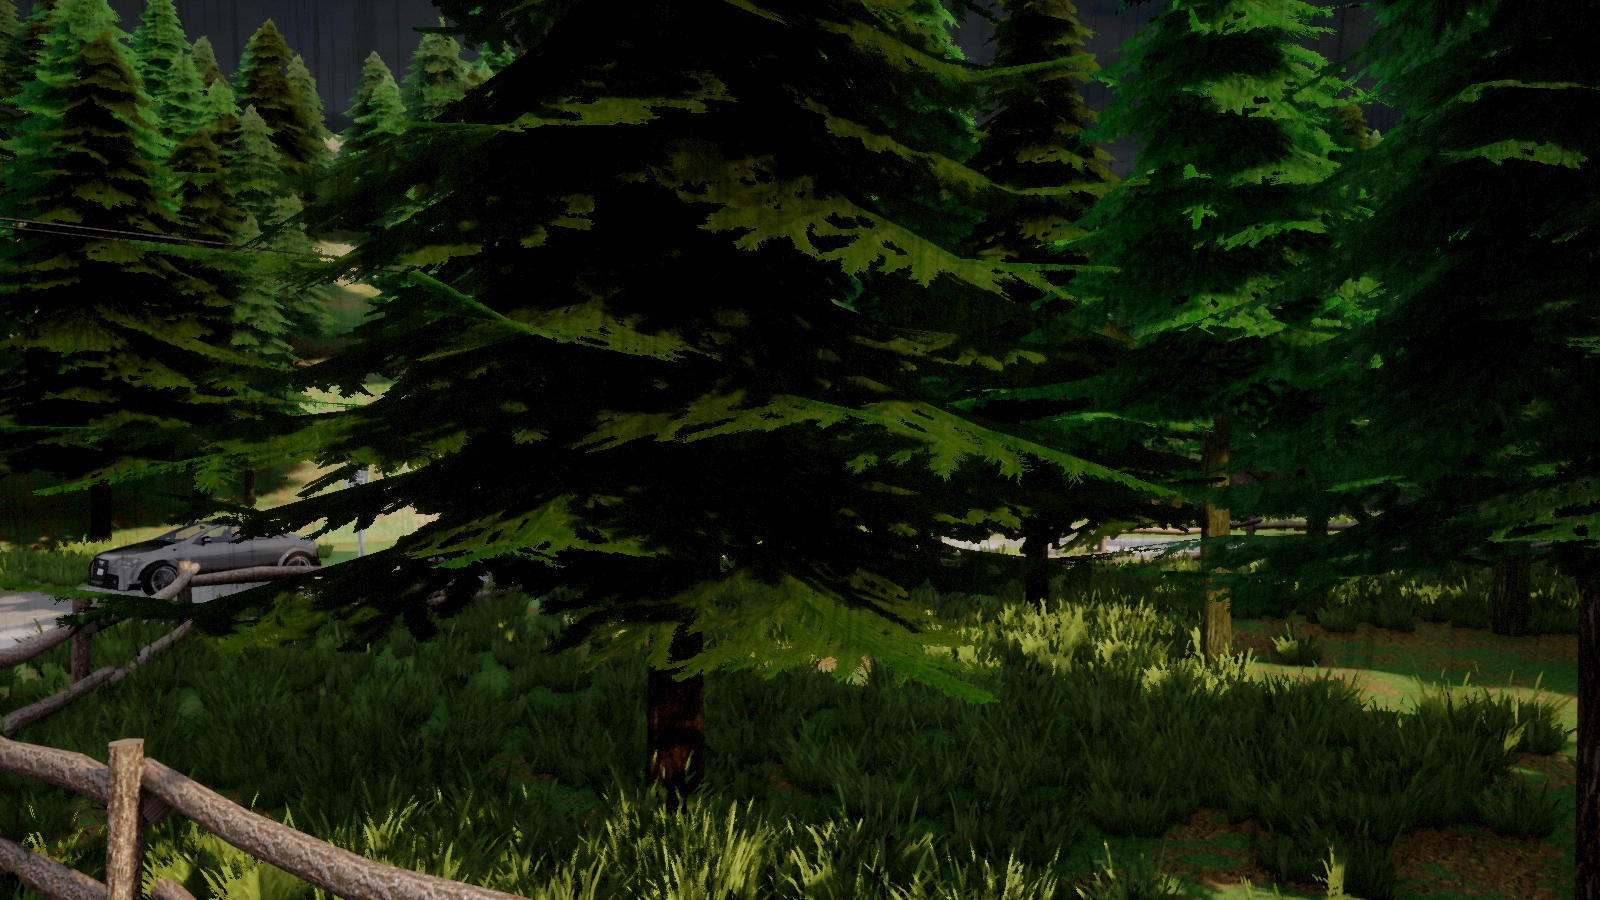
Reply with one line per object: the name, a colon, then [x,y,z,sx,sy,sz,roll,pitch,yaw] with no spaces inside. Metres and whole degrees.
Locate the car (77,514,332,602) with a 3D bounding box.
car: [-12.055,2.119,23.321,1.994,1.385,4.181,0,0,41]
